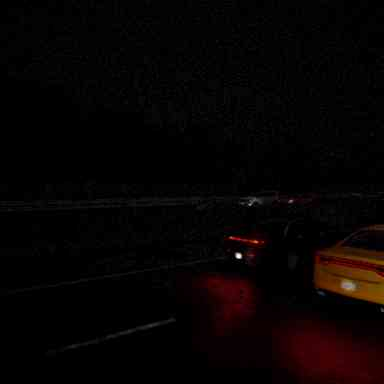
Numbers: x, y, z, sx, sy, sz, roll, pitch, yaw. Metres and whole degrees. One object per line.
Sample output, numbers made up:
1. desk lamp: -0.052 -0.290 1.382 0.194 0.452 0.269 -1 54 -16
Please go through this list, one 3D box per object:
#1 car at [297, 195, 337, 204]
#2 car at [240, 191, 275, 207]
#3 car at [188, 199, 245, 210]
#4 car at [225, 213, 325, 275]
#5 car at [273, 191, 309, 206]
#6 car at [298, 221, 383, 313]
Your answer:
1. car: 13.646 1.280 35.038 4.718 1.301 1.895 -1 1 -35
2. car: 8.071 0.923 39.667 5.566 2.045 2.150 -1 1 -35
3. car: 1.001 1.408 21.840 4.674 1.442 1.812 -1 0 -35
4. car: 3.229 1.432 10.319 4.892 1.490 1.837 -1 0 -35
5. car: 11.893 1.028 38.079 4.553 1.767 2.097 -1 0 -35
6. car: 4.668 1.411 7.050 5.008 1.535 1.882 -1 0 -35
